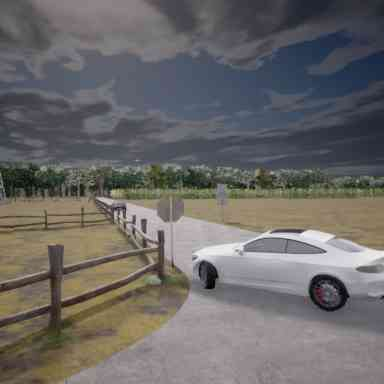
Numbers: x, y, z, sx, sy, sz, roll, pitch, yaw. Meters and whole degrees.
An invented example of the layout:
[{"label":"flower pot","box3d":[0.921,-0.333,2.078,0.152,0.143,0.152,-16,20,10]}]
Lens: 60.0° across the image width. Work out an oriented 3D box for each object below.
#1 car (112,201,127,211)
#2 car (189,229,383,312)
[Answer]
[{"label":"car","box3d":[-10.894,1.990,49.471,2.033,1.411,5.357,-2,0,-18]},{"label":"car","box3d":[2.097,1.617,7.916,4.674,1.442,1.812,-2,0,36]}]
